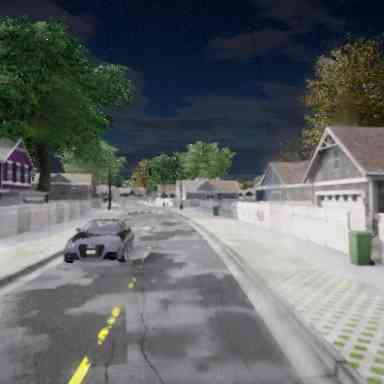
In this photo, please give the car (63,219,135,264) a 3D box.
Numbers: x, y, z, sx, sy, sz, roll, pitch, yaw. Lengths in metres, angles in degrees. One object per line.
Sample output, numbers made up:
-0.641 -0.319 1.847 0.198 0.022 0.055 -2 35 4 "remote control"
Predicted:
-3.291 1.725 12.475 1.994 1.385 4.181 0 -1 -4 "car"
